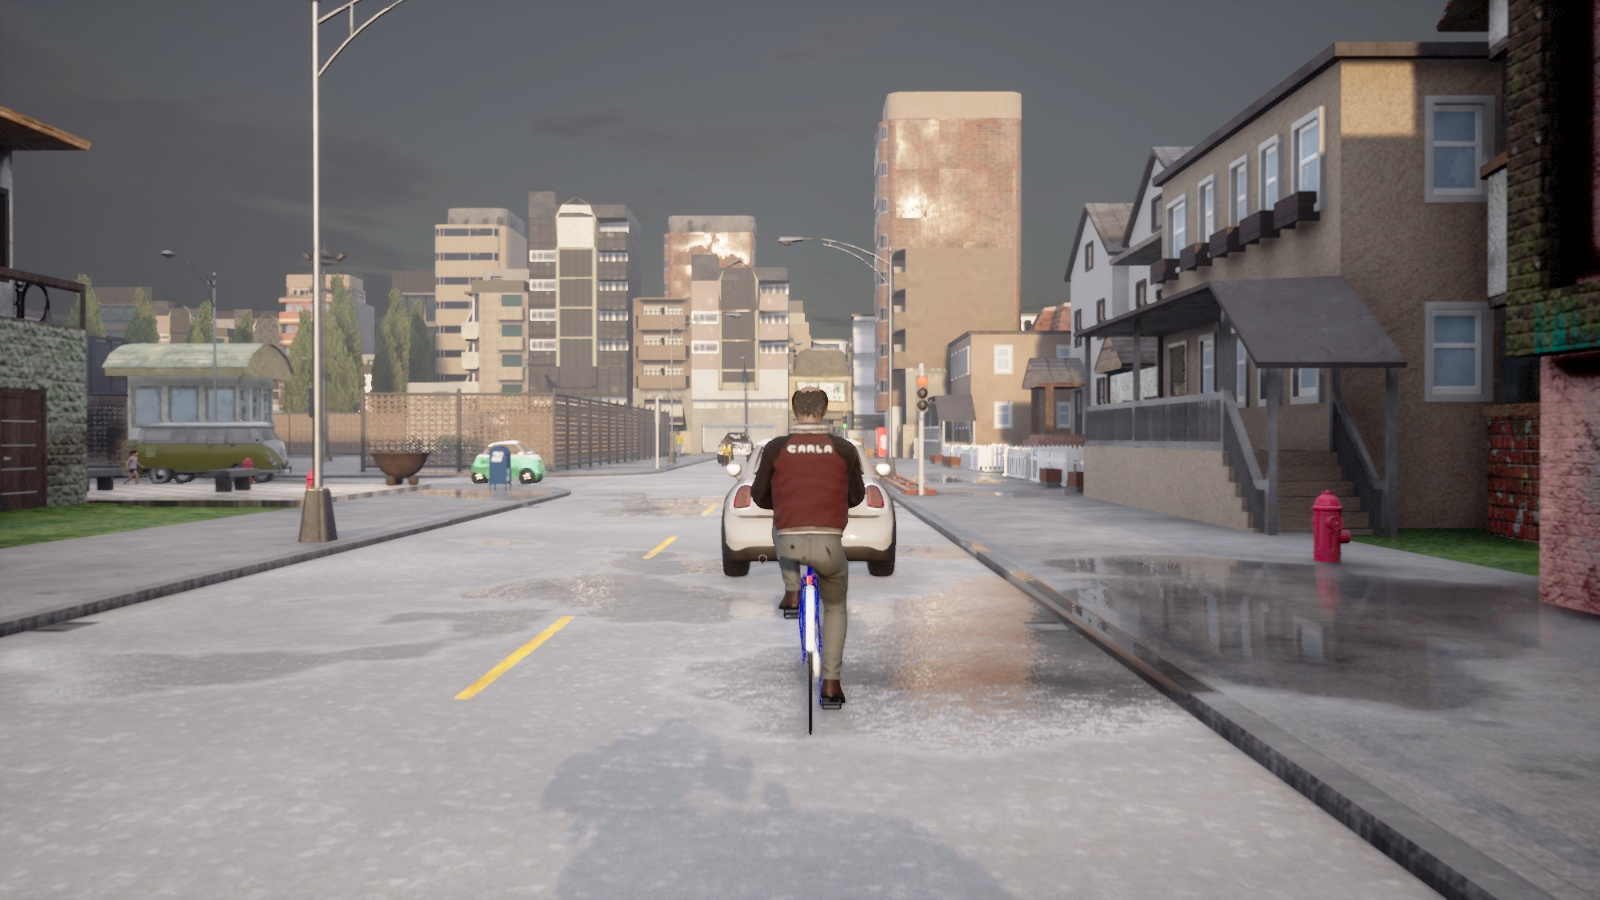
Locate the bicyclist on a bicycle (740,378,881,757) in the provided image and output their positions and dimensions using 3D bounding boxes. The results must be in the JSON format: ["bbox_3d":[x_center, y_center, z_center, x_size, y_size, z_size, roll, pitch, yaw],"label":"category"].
[{"bbox_3d":[0.053,0.543,6.814,0.659,1.776,1.843,0,1,0],"label":"bicyclist on a bicycle"}]

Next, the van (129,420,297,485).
[{"bbox_3d":[-18.394,0.058,39.501,4.442,1.987,1.775,0,1,0],"label":"van"}]

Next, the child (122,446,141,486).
[{"bbox_3d":[-18.438,0.438,34.649,0.394,1.110,0.255,0,1,-7],"label":"child"}]

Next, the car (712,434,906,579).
[{"bbox_3d":[0.096,0.552,14.676,1.970,1.475,3.806,0,1,0],"label":"car"}]

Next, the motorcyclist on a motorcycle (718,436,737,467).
[{"bbox_3d":[-3.620,0.045,62.934,0.797,1.523,2.044,0,1,2],"label":"motorcyclist on a motorcycle"}]

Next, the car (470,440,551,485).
[{"bbox_3d":[-9.069,0.367,39.484,2.207,1.376,1.481,0,1,-1],"label":"car"}]

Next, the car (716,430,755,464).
[{"bbox_3d":[-3.592,-0.207,70.987,1.932,1.855,4.605,0,1,1],"label":"car"}]
